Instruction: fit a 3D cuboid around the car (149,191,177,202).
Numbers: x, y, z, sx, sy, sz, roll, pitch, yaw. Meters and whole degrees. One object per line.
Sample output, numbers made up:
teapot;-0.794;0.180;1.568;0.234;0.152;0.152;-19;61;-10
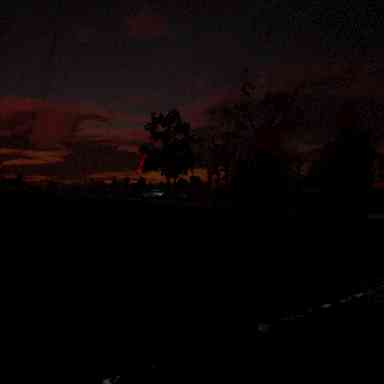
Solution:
car;-4.975;1.026;56.261;1.895;1.301;4.718;0;1;-35

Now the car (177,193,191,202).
car;-1.949;0.957;56.884;1.812;1.442;4.674;0;1;-34

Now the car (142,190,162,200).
car;-7.689;0.525;64.929;2.150;2.045;5.566;0;1;-35

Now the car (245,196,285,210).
car;8.120;1.195;37.549;1.882;1.535;5.008;0;1;-35

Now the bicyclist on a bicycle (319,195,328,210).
bicyclist on a bicycle;15.053;1.202;38.087;1.656;1.620;0.582;0;1;-35
